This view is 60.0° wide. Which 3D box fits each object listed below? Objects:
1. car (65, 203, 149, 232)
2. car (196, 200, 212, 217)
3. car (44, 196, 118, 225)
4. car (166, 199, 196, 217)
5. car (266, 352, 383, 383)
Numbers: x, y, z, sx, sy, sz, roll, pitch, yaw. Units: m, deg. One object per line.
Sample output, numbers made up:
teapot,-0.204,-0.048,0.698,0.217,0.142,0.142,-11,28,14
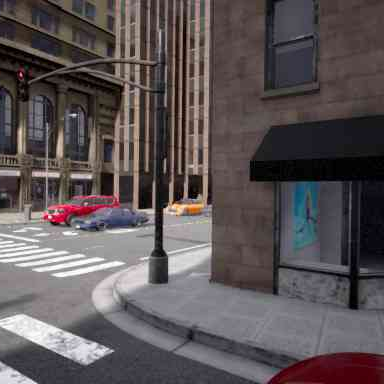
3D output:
car,-5.136,1.659,21.632,2.033,1.411,5.357,1,0,35
car,2.809,1.583,32.962,2.097,1.767,4.553,1,0,35
car,-7.600,1.290,23.772,2.150,2.045,5.566,1,0,35
car,-0.617,1.524,33.738,2.097,1.767,4.553,1,0,35
car,2.359,1.545,1.291,4.507,1.381,1.887,0,1,35
